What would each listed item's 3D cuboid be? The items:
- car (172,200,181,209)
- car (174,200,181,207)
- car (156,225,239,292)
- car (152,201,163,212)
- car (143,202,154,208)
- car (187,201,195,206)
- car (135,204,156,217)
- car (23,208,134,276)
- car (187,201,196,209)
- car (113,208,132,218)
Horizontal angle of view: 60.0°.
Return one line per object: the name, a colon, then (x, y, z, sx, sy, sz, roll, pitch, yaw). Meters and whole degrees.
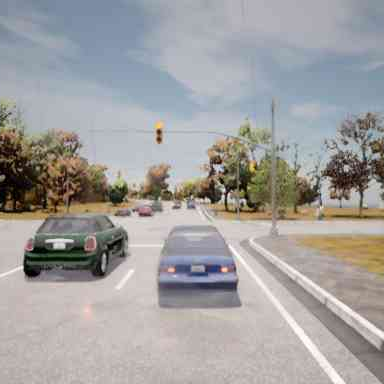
car: (-3.678, 3.304, 78.074, 1.895, 1.301, 4.718, 0, 0, 0)
car: (-3.795, 2.983, 88.106, 1.837, 1.490, 4.892, 0, 0, -4)
car: (0.071, 1.618, 9.134, 2.033, 1.411, 5.357, 0, -1, -1)
car: (-7.160, 2.996, 67.857, 2.150, 2.045, 5.566, 0, 1, 0)
car: (-10.690, 3.262, 81.965, 1.895, 1.301, 4.718, 0, 0, 0)
car: (-0.296, 3.040, 88.199, 1.994, 1.385, 4.181, 0, 0, -4)
car: (-7.199, 3.100, 51.883, 1.882, 1.535, 5.008, 0, -1, 0)
car: (-3.440, 1.453, 10.749, 2.097, 1.767, 4.553, 0, -1, 0)
car: (-0.178, 3.232, 78.017, 1.812, 1.442, 4.674, 0, 0, 0)
car: (-10.697, 3.176, 51.446, 1.994, 1.385, 4.181, 0, -1, 0)
